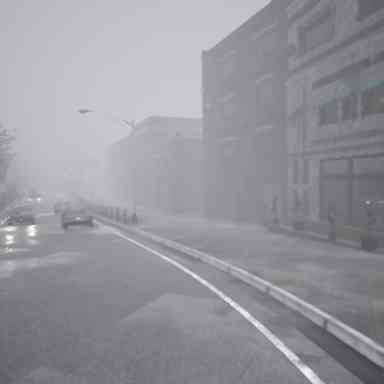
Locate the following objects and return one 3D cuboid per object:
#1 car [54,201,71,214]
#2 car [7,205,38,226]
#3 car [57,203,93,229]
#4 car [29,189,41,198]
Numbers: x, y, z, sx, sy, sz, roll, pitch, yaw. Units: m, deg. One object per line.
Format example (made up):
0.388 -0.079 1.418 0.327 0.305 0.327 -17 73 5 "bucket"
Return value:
-15.218 1.713 39.362 1.994 1.385 4.181 -2 2 -24 "car"
-13.979 1.863 27.539 1.837 1.490 4.892 -2 1 -24 "car"
-8.407 1.766 24.088 1.994 1.385 4.181 -2 0 -24 "car"
-30.777 0.181 65.208 2.097 1.767 4.553 -2 4 -24 "car"
